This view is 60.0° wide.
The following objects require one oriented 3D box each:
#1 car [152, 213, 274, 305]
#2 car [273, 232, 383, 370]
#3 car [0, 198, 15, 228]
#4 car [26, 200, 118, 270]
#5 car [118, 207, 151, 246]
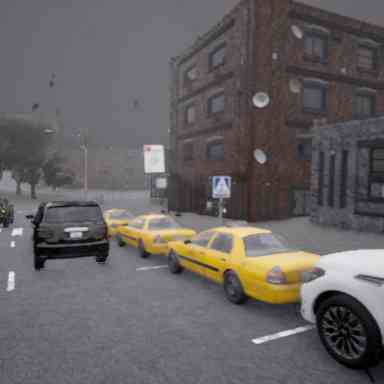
[{"bbox_3d":[0.958,1.510,8.363,1.946,1.575,5.366,0,0,-28],"label":"car"},{"bbox_3d":[3.684,1.218,3.235,2.435,2.045,5.566,0,0,-28],"label":"car"},{"bbox_3d":[-14.150,1.430,23.842,2.150,2.045,5.566,0,0,-23],"label":"car"},{"bbox_3d":[-4.523,1.313,11.823,2.150,2.045,5.566,0,0,-28],"label":"car"},{"bbox_3d":[-4.225,1.596,18.119,1.946,1.575,5.366,0,0,-28],"label":"car"}]
